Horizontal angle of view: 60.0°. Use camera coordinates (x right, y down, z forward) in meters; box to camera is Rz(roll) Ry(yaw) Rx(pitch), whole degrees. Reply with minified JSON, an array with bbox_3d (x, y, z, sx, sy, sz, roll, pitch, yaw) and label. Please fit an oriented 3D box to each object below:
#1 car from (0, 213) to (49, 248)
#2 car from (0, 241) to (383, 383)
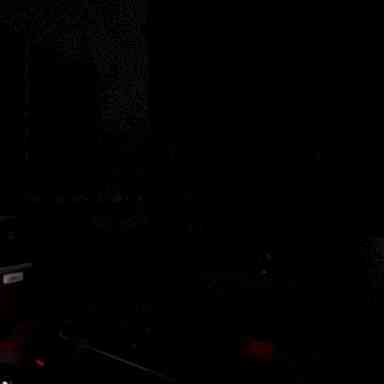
[{"bbox_3d":[-4.499,1.312,6.156,5.009,1.841,2.192,0,0,35],"label":"car"},{"bbox_3d":[-0.066,1.439,3.007,4.097,1.590,1.967,0,0,35],"label":"car"}]
